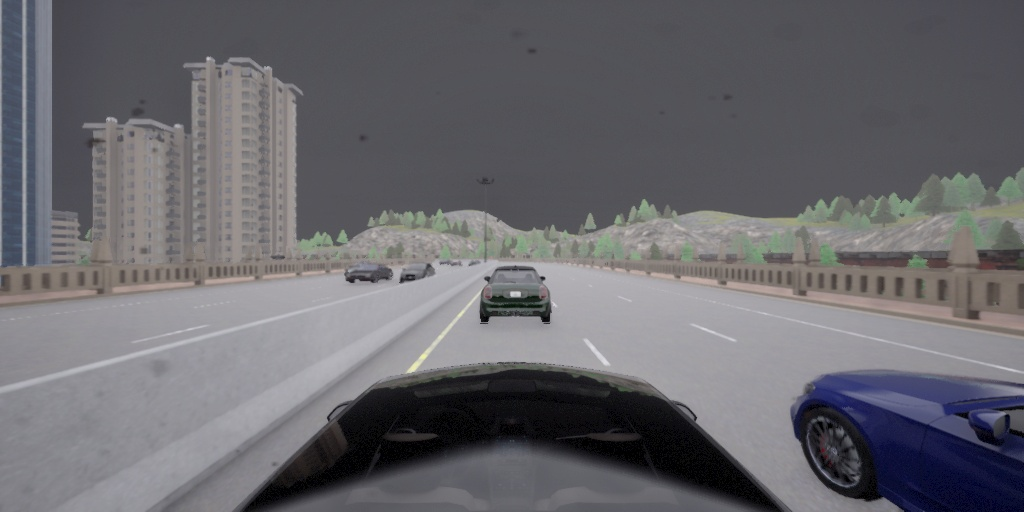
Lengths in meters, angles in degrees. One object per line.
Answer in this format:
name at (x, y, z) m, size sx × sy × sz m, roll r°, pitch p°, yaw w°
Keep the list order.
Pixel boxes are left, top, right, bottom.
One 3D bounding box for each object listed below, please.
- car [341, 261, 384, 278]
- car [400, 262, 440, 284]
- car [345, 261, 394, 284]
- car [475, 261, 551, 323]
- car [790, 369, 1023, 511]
car at (-14.100, 1.233, 34.183) m, size 2.128 × 1.511 × 4.902 m, roll 0°, pitch 0°, yaw 0°
car at (-7.102, 1.248, 27.438) m, size 1.837 × 1.490 × 4.892 m, roll 0°, pitch 0°, yaw 0°
car at (-10.604, 1.291, 27.204) m, size 2.033 × 1.411 × 5.357 m, roll 0°, pitch 0°, yaw 0°
car at (0.098, 1.100, 12.260) m, size 2.097 × 1.767 × 4.553 m, roll 0°, pitch 0°, yaw 0°
car at (3.604, 1.276, 1.491) m, size 1.812 × 1.442 × 4.674 m, roll 0°, pitch 0°, yaw 0°
